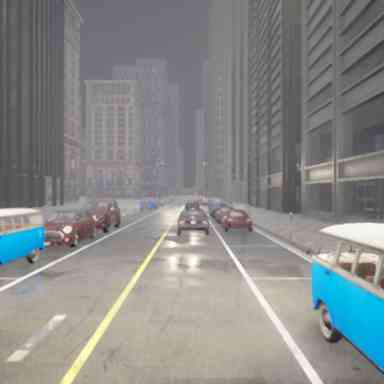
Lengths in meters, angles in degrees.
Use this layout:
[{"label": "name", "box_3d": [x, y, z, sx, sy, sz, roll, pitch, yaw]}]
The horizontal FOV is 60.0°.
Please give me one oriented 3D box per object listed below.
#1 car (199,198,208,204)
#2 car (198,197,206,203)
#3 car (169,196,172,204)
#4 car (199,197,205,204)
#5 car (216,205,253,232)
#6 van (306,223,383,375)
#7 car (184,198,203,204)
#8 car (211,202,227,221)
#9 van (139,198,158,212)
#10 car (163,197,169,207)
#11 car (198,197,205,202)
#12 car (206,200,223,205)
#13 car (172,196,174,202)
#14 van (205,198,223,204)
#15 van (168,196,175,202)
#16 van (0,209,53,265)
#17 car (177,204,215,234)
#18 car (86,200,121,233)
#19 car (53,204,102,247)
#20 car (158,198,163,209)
[{"label": "car", "box_3d": [2.650, 2.072, 77.300, 1.947, 1.339, 4.313, 0, 0, 0]}, {"label": "car", "box_3d": [2.634, 2.100, 88.751, 1.752, 1.417, 4.829, 0, 0, 0]}, {"label": "car", "box_3d": [-5.868, 1.912, 71.646, 1.967, 1.590, 4.097, 0, 0, 0]}, {"label": "car", "box_3d": [2.674, 1.945, 60.378, 1.887, 1.381, 4.507, 0, 0, 0]}, {"label": "car", "box_3d": [2.730, 1.722, 20.894, 1.802, 1.307, 4.206, 0, 0, 0]}, {"label": "van", "box_3d": [2.753, 1.369, 3.974, 1.690, 1.788, 3.998, 0, 0, 0]}, {"label": "car", "box_3d": [0.041, 1.782, 41.836, 1.837, 1.490, 4.892, 0, -1, 0]}, {"label": "car", "box_3d": [2.722, 1.760, 26.535, 1.802, 1.307, 4.206, 0, 0, 0]}, {"label": "van", "box_3d": [-5.829, 1.631, 43.443, 1.690, 1.788, 3.998, 0, 0, 0]}, {"label": "car", "box_3d": [-5.852, 1.966, 60.363, 1.947, 1.339, 4.313, 0, 0, 0]}, {"label": "car", "box_3d": [2.626, 2.157, 94.222, 2.008, 1.369, 4.403, 0, 0, 0]}, {"label": "car", "box_3d": [2.714, 1.781, 32.176, 1.947, 1.339, 4.313, 0, 0, 0]}, {"label": "car", "box_3d": [-5.883, 2.107, 82.927, 1.947, 1.339, 4.313, 0, 0, 0]}, {"label": "van", "box_3d": [2.705, 1.593, 37.818, 1.690, 1.788, 3.998, 0, 0, 0]}, {"label": "van", "box_3d": [-5.900, 1.948, 94.210, 1.690, 1.788, 3.998, 0, 0, 0]}, {"label": "van", "box_3d": [-5.780, 1.406, 9.598, 1.690, 1.788, 3.998, 0, 0, 0]}, {"label": "car", "box_3d": [0.069, 1.682, 20.043, 2.033, 1.411, 5.357, 0, 0, 0]}, {"label": "car", "box_3d": [-5.797, 1.455, 20.880, 2.192, 1.841, 5.009, 0, 0, 0]}, {"label": "car", "box_3d": [-5.788, 1.543, 15.238, 1.967, 1.590, 4.097, 0, 0, 0]}, {"label": "car", "box_3d": [-5.836, 1.871, 49.083, 1.887, 1.381, 4.507, 0, 0, 0]}]
